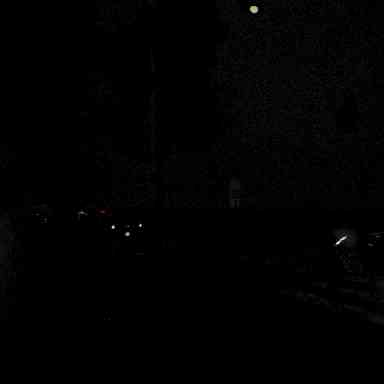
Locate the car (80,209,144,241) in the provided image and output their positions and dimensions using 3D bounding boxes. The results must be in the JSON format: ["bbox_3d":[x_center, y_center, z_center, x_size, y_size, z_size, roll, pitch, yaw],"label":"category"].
[{"bbox_3d":[-4.435,1.829,18.426,1.895,1.301,4.718,0,-1,-34],"label":"car"}]

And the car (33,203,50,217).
[{"bbox_3d":[-18.919,2.329,40.206,1.895,1.301,4.718,0,-1,-33],"label":"car"}]

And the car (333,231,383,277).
[{"bbox_3d":[5.907,1.364,8.279,2.097,1.767,4.553,0,-1,-34],"label":"car"}]

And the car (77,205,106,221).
[{"bbox_3d":[-9.177,1.958,30.811,2.128,1.511,4.902,0,-1,-34],"label":"car"}]
